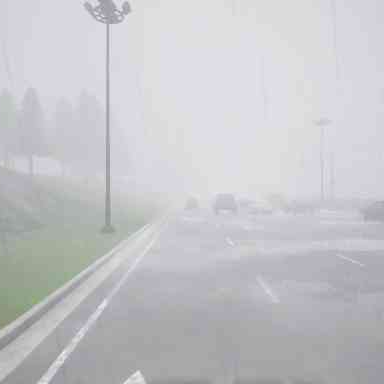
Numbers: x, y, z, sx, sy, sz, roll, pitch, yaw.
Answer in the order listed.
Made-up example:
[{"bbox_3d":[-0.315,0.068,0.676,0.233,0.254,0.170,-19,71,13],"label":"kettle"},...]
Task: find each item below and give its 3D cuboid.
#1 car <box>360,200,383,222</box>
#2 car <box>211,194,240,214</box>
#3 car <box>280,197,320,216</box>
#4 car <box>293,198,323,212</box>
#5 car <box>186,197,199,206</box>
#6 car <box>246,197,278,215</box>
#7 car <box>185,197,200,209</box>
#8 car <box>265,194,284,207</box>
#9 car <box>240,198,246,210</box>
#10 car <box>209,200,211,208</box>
[{"bbox_3d":[14.066,1.351,23.976,2.097,1.767,4.553,0,0,0],"label":"car"},{"bbox_3d":[3.501,1.221,35.630,2.150,2.045,5.566,0,0,1],"label":"car"},{"bbox_3d":[10.551,1.505,32.893,1.837,1.490,4.892,0,0,0],"label":"car"},{"bbox_3d":[14.042,1.504,40.548,1.837,1.490,4.892,0,0,0],"label":"car"},{"bbox_3d":[0.026,1.547,54.982,2.033,1.411,5.357,0,0,-3],"label":"car"},{"bbox_3d":[7.046,1.526,33.979,1.812,1.442,4.674,0,0,0],"label":"car"},{"bbox_3d":[0.046,1.547,44.306,2.033,1.411,5.357,0,0,0],"label":"car"},{"bbox_3d":[10.524,1.221,43.357,2.150,2.045,5.566,0,0,0],"label":"car"},{"bbox_3d":[7.026,1.478,44.010,1.882,1.535,5.008,0,0,0],"label":"car"},{"bbox_3d":[3.488,1.526,46.030,1.812,1.442,4.674,0,0,0],"label":"car"}]
